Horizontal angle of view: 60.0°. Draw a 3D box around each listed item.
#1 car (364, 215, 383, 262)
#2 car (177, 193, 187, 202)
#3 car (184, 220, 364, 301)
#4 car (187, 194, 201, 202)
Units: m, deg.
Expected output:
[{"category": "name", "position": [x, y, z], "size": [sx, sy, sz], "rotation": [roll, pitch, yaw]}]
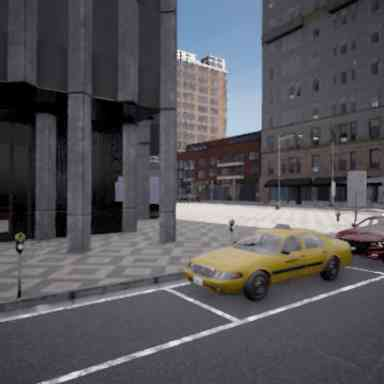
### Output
[{"category": "car", "position": [6.800, 1.496, 11.623], "size": [4.507, 1.381, 1.887], "rotation": [0, 1, -36]}, {"category": "car", "position": [-3.702, 0.667, 55.626], "size": [2.150, 2.045, 5.566], "rotation": [0, 0, -35]}, {"category": "car", "position": [2.087, 1.500, 8.253], "size": [4.829, 1.417, 1.752], "rotation": [0, 1, -36]}, {"category": "car", "position": [-0.375, 1.002, 56.244], "size": [1.812, 1.442, 4.674], "rotation": [0, 0, -35]}]
